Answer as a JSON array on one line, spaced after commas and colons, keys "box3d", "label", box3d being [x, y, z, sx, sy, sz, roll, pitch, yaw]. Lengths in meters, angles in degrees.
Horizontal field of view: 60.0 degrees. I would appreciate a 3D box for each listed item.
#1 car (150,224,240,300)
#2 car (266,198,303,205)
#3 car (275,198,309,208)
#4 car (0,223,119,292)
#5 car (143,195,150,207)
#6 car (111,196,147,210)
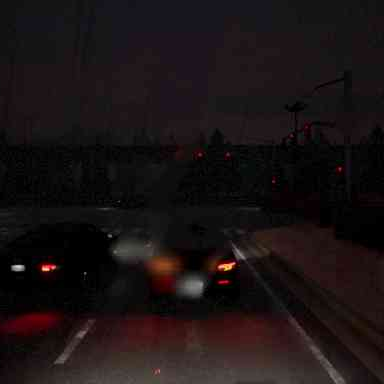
[{"box3d": [0.064, 1.526, 8.251, 1.812, 1.442, 4.674, 0, 0, 0], "label": "car"}, {"box3d": [11.954, 1.477, 43.401, 5.008, 1.535, 1.882, 0, 0, 0], "label": "car"}, {"box3d": [14.035, 1.564, 46.892, 4.181, 1.385, 1.994, 0, 0, 0], "label": "car"}, {"box3d": [-3.429, 1.547, 9.069, 2.033, 1.411, 5.357, 0, 0, 0], "label": "car"}, {"box3d": [-8.280, 1.352, 46.996, 4.553, 1.767, 2.097, 0, 0, 0], "label": "car"}, {"box3d": [-8.421, 1.564, 43.497, 4.181, 1.385, 1.994, 0, 0, 0], "label": "car"}]
